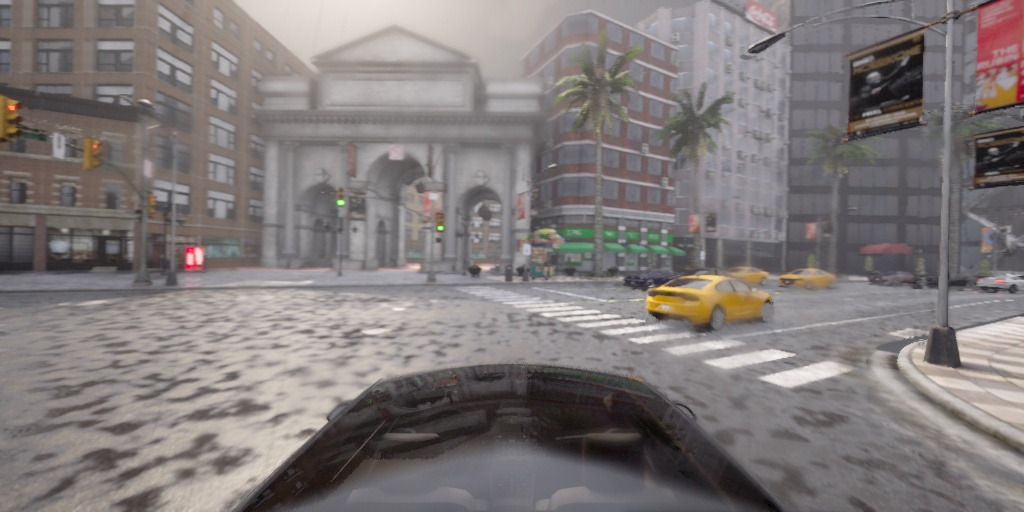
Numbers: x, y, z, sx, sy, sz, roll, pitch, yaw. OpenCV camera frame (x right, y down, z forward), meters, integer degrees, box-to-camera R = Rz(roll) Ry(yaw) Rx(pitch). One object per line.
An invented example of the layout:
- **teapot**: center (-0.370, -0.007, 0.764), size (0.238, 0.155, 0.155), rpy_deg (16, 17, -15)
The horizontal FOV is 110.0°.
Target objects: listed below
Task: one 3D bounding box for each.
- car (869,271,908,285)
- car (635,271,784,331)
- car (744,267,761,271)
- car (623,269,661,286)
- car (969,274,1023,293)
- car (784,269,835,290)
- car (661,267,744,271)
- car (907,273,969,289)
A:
- **car**: center (38.908, 2.212, 36.463), size (4.181, 1.385, 1.994), rpy_deg (1, 0, -7)
- **car**: center (6.514, 1.375, 11.628), size (5.008, 1.535, 1.882), rpy_deg (1, -1, -32)
- **car**: center (19.353, 1.666, 30.153), size (5.008, 1.535, 1.882), rpy_deg (1, 0, -26)
- **car**: center (10.241, 1.577, 25.601), size (4.718, 1.301, 1.895), rpy_deg (1, 0, -27)
- **car**: center (41.191, 2.232, 29.524), size (4.674, 1.442, 1.812), rpy_deg (1, 0, -4)
- **car**: center (23.081, 1.756, 28.076), size (5.008, 1.535, 1.882), rpy_deg (2, 0, -25)
- **car**: center (12.033, 1.525, 22.576), size (4.892, 1.490, 1.837), rpy_deg (1, 0, -27)
- **car**: center (39.912, 2.274, 33.094), size (4.718, 1.301, 1.895), rpy_deg (1, 0, -6)
